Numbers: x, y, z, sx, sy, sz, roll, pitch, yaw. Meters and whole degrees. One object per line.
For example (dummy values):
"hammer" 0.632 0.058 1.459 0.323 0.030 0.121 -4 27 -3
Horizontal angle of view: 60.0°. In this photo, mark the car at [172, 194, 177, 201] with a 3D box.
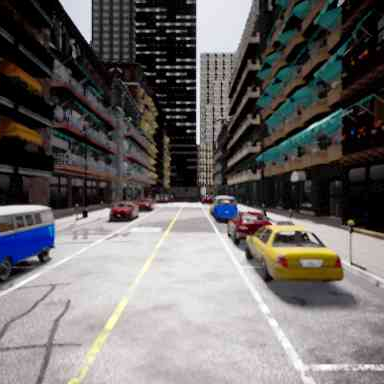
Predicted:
"car" -5.260 1.213 77.580 1.967 1.590 4.097 0 0 0

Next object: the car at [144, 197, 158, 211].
"car" -5.285 1.413 37.751 1.887 1.381 4.507 0 0 0

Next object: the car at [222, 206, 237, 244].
"car" 2.581 1.524 14.996 1.802 1.307 4.206 0 0 0

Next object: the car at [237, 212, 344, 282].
"car" 2.578 1.488 9.476 1.752 1.417 4.829 0 0 0

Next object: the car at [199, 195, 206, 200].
"car" 2.623 1.344 83.272 1.802 1.307 4.206 0 0 0

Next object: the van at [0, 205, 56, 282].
"van" -5.301 1.305 9.300 1.690 1.788 3.998 1 0 0

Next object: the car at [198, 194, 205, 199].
"car" 2.630 1.313 94.651 1.947 1.339 4.313 0 0 0

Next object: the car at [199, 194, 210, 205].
"car" 2.606 1.260 54.823 1.967 1.590 4.097 0 0 0

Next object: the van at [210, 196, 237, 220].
"van" 2.590 1.245 26.375 1.690 1.788 3.998 0 0 0

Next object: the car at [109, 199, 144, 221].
"car" -5.292 1.450 26.371 1.887 1.381 4.507 0 0 0

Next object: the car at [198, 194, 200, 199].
"car" 2.616 1.364 71.893 1.802 1.307 4.206 0 0 0

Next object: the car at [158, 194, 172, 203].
"car" -5.270 1.247 60.510 1.967 1.590 4.097 0 0 0

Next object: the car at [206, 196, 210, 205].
"car" 2.592 1.411 32.235 1.752 1.417 4.829 0 0 0

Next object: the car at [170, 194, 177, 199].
"car" -5.250 1.313 94.650 1.947 1.339 4.313 0 0 0
